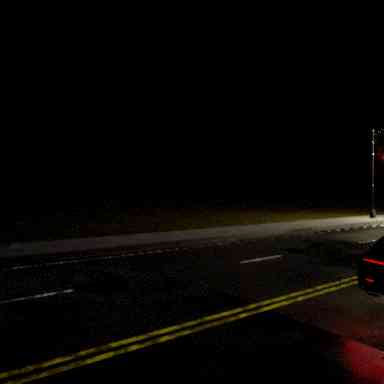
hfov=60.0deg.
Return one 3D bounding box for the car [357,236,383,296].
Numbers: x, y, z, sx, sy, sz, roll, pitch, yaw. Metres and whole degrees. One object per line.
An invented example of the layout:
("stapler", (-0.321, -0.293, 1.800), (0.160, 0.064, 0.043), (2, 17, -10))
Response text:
("car", (5.612, 1.520, 7.439), (4.892, 1.490, 1.837), (0, 0, -35))
